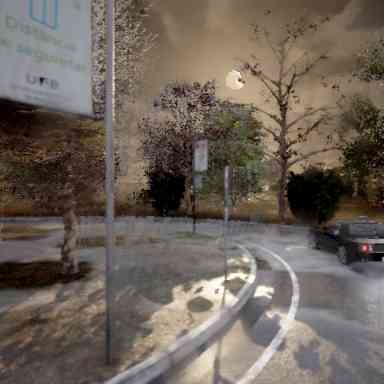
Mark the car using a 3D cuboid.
[{"bbox_3d":[5.664,1.654,11.740,1.895,1.301,4.718,0,0,2],"label":"car"}]
